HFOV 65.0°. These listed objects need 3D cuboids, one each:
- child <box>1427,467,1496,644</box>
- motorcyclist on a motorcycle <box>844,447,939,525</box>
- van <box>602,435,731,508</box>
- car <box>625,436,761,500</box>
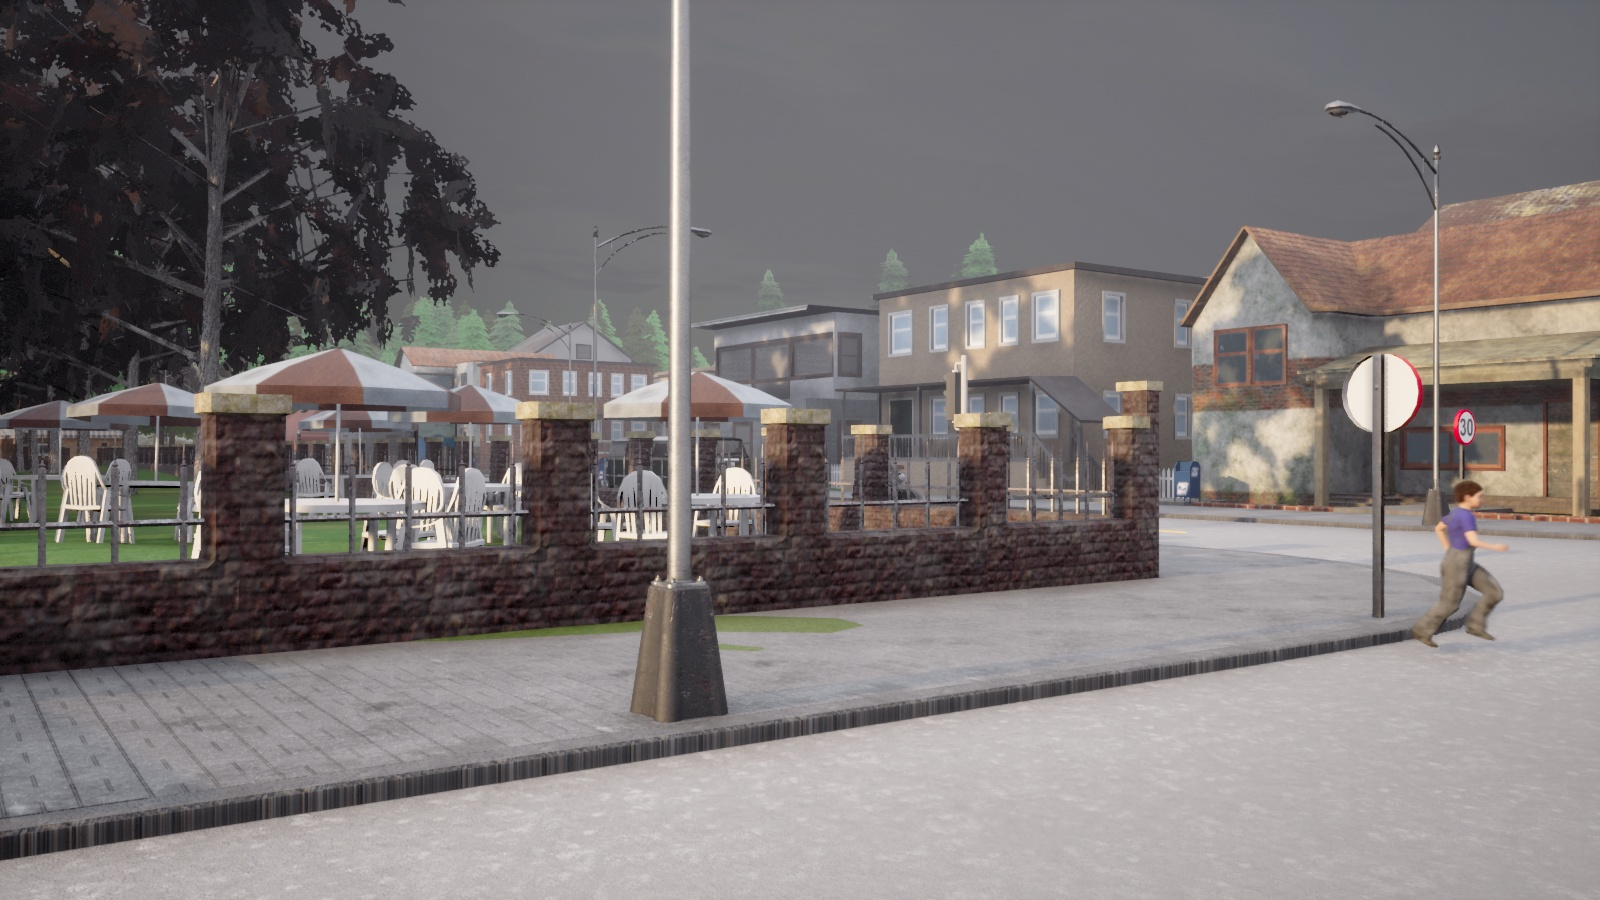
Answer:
[{"bbox_3d":[4.844,0.757,9.197,0.437,1.263,0.270,0,0,29],"label":"child"},{"bbox_3d":[2.003,0.759,27.869,0.766,1.649,2.350,0,0,-35],"label":"motorcyclist on a motorcycle"},{"bbox_3d":[-3.938,0.595,36.376,1.775,1.987,4.442,0,0,-35],"label":"van"},{"bbox_3d":[-3.768,0.577,43.111,2.150,2.045,5.566,0,0,-35],"label":"car"}]
